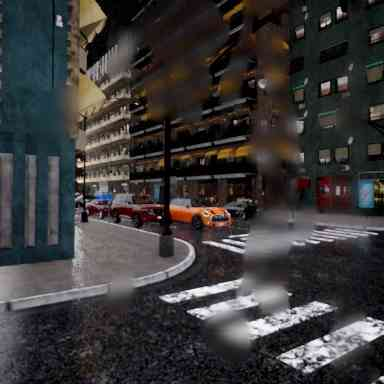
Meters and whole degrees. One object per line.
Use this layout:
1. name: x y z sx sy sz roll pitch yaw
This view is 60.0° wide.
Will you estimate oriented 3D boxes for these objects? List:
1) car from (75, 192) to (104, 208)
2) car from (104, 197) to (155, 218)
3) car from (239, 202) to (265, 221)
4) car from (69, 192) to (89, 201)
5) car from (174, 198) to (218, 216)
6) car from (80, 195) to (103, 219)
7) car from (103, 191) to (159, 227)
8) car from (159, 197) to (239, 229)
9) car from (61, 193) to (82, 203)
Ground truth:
1. car: -11.216 1.027 35.703 1.812 1.442 4.674 1 1 -36
2. car: -5.334 1.194 27.567 2.033 1.411 5.357 1 0 -36
3. car: 3.556 1.368 25.175 1.947 1.339 4.313 2 0 -36
4. car: -19.308 0.784 56.761 1.887 1.381 4.507 2 0 -36
5. car: 0.290 1.303 29.687 1.802 1.307 4.206 2 0 -36
6. car: -6.520 1.190 24.805 1.887 1.381 4.507 2 0 -36
7. car: -3.247 1.041 20.294 2.192 1.841 5.009 2 0 -36
8. car: 0.264 1.136 19.876 2.097 1.767 4.553 1 0 -37
9. car: -18.679 0.847 51.442 1.994 1.385 4.181 1 0 -35
